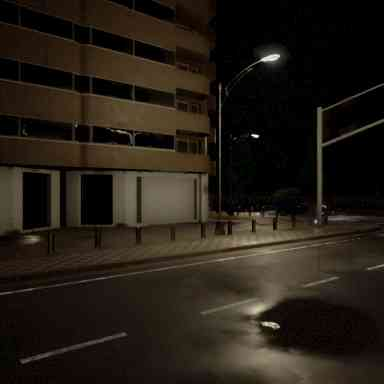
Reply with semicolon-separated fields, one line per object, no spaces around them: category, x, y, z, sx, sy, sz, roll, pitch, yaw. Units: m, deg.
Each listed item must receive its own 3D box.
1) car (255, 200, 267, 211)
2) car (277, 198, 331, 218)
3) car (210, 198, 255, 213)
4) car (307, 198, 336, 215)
car;6.979;1.560;41.102;1.837;1.490;4.892;0;0;-36
car;10.042;1.581;30.897;1.812;1.442;4.674;0;0;-37
car;4.385;1.602;38.714;2.033;1.411;5.357;0;0;-36
car;12.222;1.407;33.829;2.097;1.767;4.553;0;0;-36
